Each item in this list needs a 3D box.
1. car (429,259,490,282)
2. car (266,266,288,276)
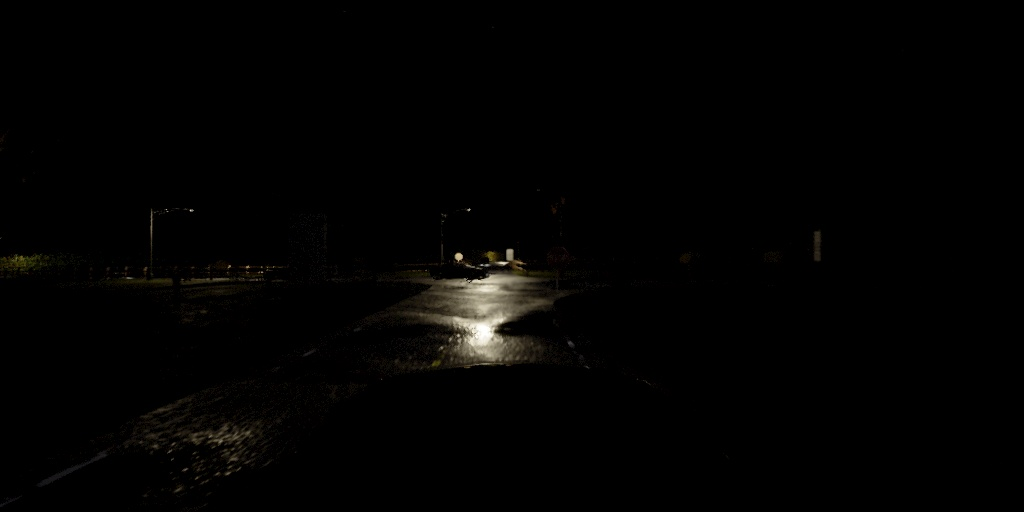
[{"bbox_3d":[-4.230,1.248,28.609,4.902,1.511,2.128,-1,-1,20],"label":"car"},{"bbox_3d":[-21.788,1.651,35.051,4.718,1.301,1.895,-1,-1,20],"label":"car"}]
